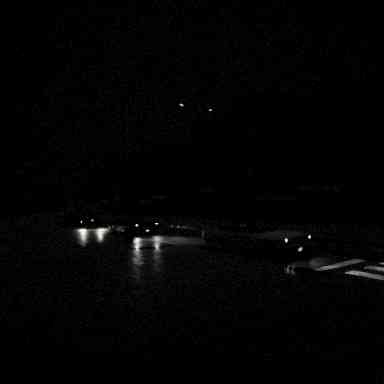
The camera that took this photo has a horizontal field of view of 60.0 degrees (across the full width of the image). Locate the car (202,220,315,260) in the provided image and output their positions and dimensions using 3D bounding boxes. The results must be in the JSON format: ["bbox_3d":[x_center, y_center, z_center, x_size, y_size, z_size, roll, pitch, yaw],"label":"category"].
[{"bbox_3d":[2.595,1.865,13.908,1.895,1.301,4.718,0,-2,-38],"label":"car"}]

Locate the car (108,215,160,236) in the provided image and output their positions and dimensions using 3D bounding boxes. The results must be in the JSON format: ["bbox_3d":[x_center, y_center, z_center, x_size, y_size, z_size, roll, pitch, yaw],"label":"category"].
[{"bbox_3d":[-4.159,2.262,23.236,1.895,1.301,4.718,0,-2,-36],"label":"car"}]

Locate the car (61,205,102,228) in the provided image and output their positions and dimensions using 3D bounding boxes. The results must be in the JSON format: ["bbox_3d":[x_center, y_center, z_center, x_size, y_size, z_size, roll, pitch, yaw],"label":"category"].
[{"bbox_3d":[-10.578,2.311,32.179,2.150,2.045,5.566,0,-2,-36],"label":"car"}]

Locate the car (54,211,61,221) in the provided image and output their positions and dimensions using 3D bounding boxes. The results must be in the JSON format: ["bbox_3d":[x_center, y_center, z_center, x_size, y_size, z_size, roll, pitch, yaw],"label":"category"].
[{"bbox_3d":[-18.544,3.373,48.321,1.994,1.385,4.181,0,-2,-36],"label":"car"}]
